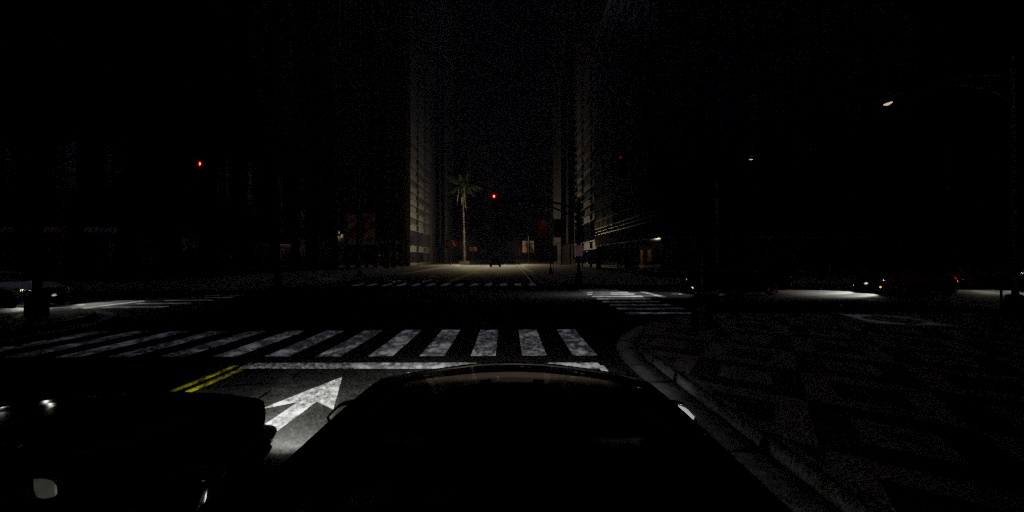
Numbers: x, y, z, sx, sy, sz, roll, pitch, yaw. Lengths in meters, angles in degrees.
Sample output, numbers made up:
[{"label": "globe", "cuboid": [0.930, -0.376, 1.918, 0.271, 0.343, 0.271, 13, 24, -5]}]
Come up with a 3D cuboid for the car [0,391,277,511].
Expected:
[{"label": "car", "cuboid": [-3.175, 1.297, 0.738, 2.033, 1.411, 5.357, 0, 0, 4]}]

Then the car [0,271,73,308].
[{"label": "car", "cuboid": [-21.383, 1.354, 14.955, 4.674, 1.442, 1.812, 0, 0, 1]}]

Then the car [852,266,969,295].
[{"label": "car", "cuboid": [20.621, 1.252, 18.893, 4.181, 1.385, 1.994, 0, 0, -1]}]

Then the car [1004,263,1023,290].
[{"label": "car", "cuboid": [29.967, 1.012, 19.059, 4.553, 1.767, 2.097, 0, 0, -1]}]

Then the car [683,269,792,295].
[{"label": "car", "cuboid": [11.613, 1.320, 18.739, 4.718, 1.301, 1.895, 0, 0, -1]}]

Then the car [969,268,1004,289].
[{"label": "car", "cuboid": [26.420, 1.274, 21.753, 4.207, 1.307, 1.802, 0, 0, -1]}]
